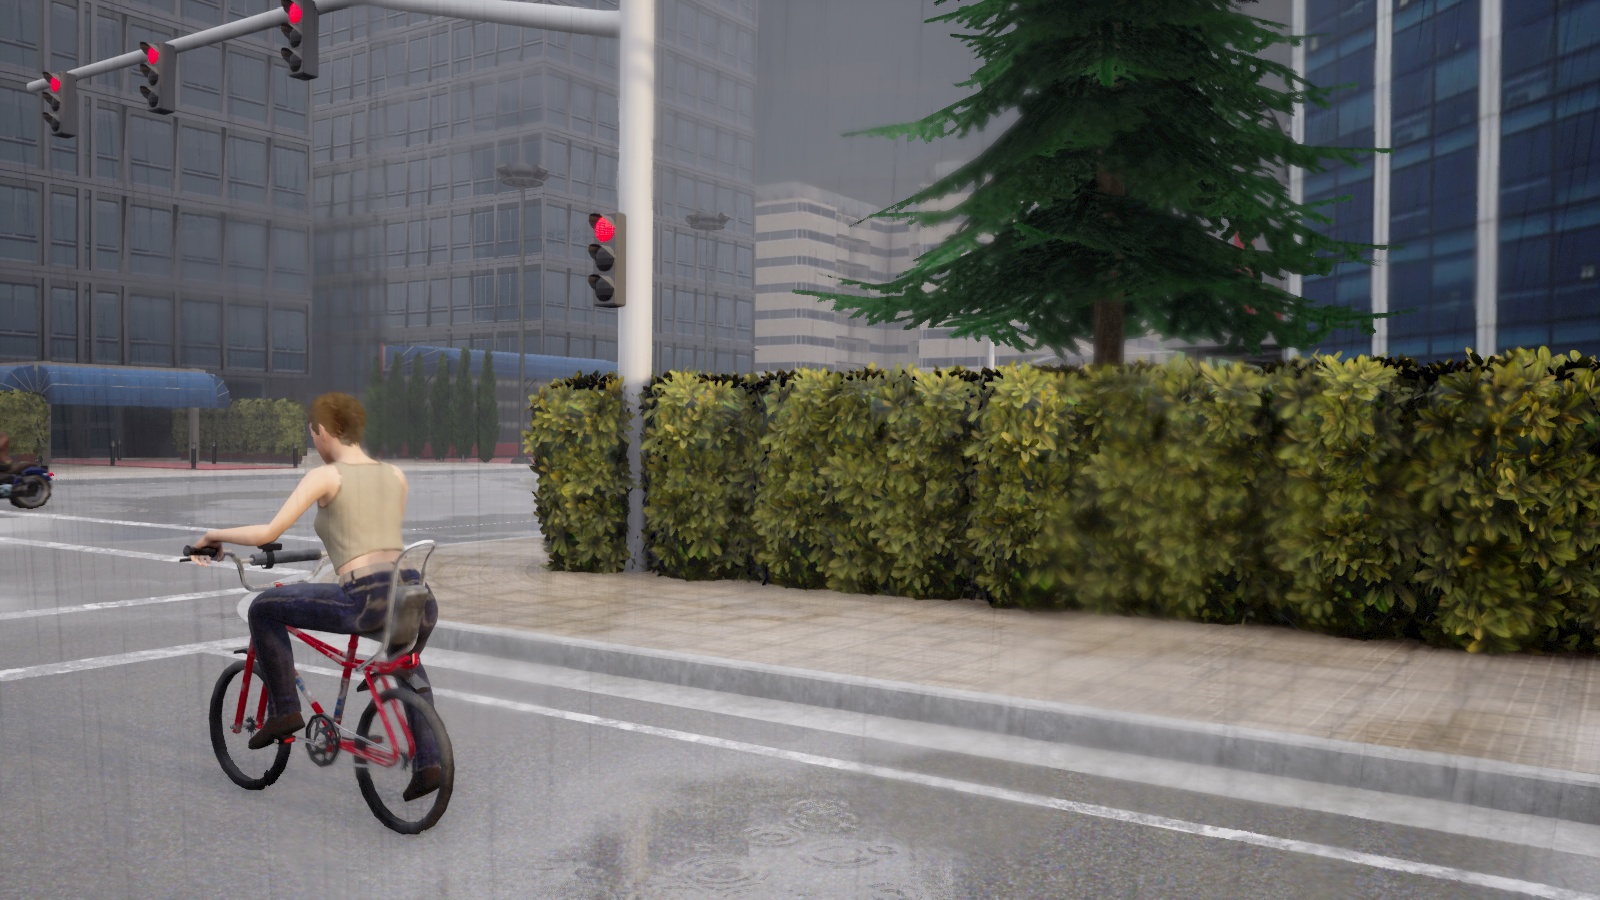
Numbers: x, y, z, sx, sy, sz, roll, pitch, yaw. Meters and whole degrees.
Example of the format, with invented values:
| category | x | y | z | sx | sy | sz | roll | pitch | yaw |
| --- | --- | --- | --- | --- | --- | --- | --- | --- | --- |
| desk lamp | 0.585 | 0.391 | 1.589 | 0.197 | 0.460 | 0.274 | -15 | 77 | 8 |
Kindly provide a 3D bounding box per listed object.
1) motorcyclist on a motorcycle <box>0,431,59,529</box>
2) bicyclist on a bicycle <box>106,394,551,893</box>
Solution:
| category | x | y | z | sx | sy | sz | roll | pitch | yaw |
| --- | --- | --- | --- | --- | --- | --- | --- | --- | --- |
| motorcyclist on a motorcycle | -14.047 | 0.517 | 21.408 | 0.766 | 1.649 | 2.350 | 0 | 1 | 29 |
| bicyclist on a bicycle | -1.824 | 0.618 | 4.828 | 1.509 | 1.612 | 0.866 | 0 | 1 | 34 |
